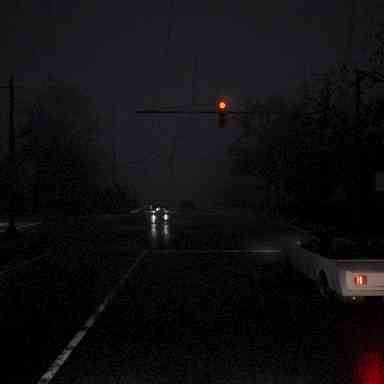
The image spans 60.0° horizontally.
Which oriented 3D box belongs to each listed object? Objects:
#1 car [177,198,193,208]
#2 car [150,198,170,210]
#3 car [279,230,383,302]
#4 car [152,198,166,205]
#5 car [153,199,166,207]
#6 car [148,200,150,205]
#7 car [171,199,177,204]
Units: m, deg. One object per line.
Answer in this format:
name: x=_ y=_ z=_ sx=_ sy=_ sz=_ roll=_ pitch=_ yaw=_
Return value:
car: x=-0.902 y=1.644 z=50.637 sx=1.882 sy=1.535 sz=5.008 roll=0 pitch=-1 yaw=-5
car: x=-4.075 y=1.596 z=42.810 sx=1.812 sy=1.442 sz=4.674 roll=0 pitch=-1 yaw=-3
car: x=3.589 y=1.601 z=8.196 sx=1.895 sy=1.301 sz=4.718 roll=0 pitch=0 yaw=0
car: x=-8.268 y=2.388 z=82.998 sx=2.128 sy=1.511 sz=4.902 roll=0 pitch=-1 yaw=-25
car: x=-6.055 y=1.960 z=61.711 sx=1.994 sy=1.385 sz=4.181 roll=0 pitch=-1 yaw=-10
car: x=-8.403 y=2.148 z=72.775 sx=1.837 sy=1.490 sz=4.892 roll=0 pitch=-1 yaw=-16
car: x=-4.659 y=2.381 z=83.374 sx=2.033 sy=1.411 sz=5.357 roll=0 pitch=-1 yaw=-22
